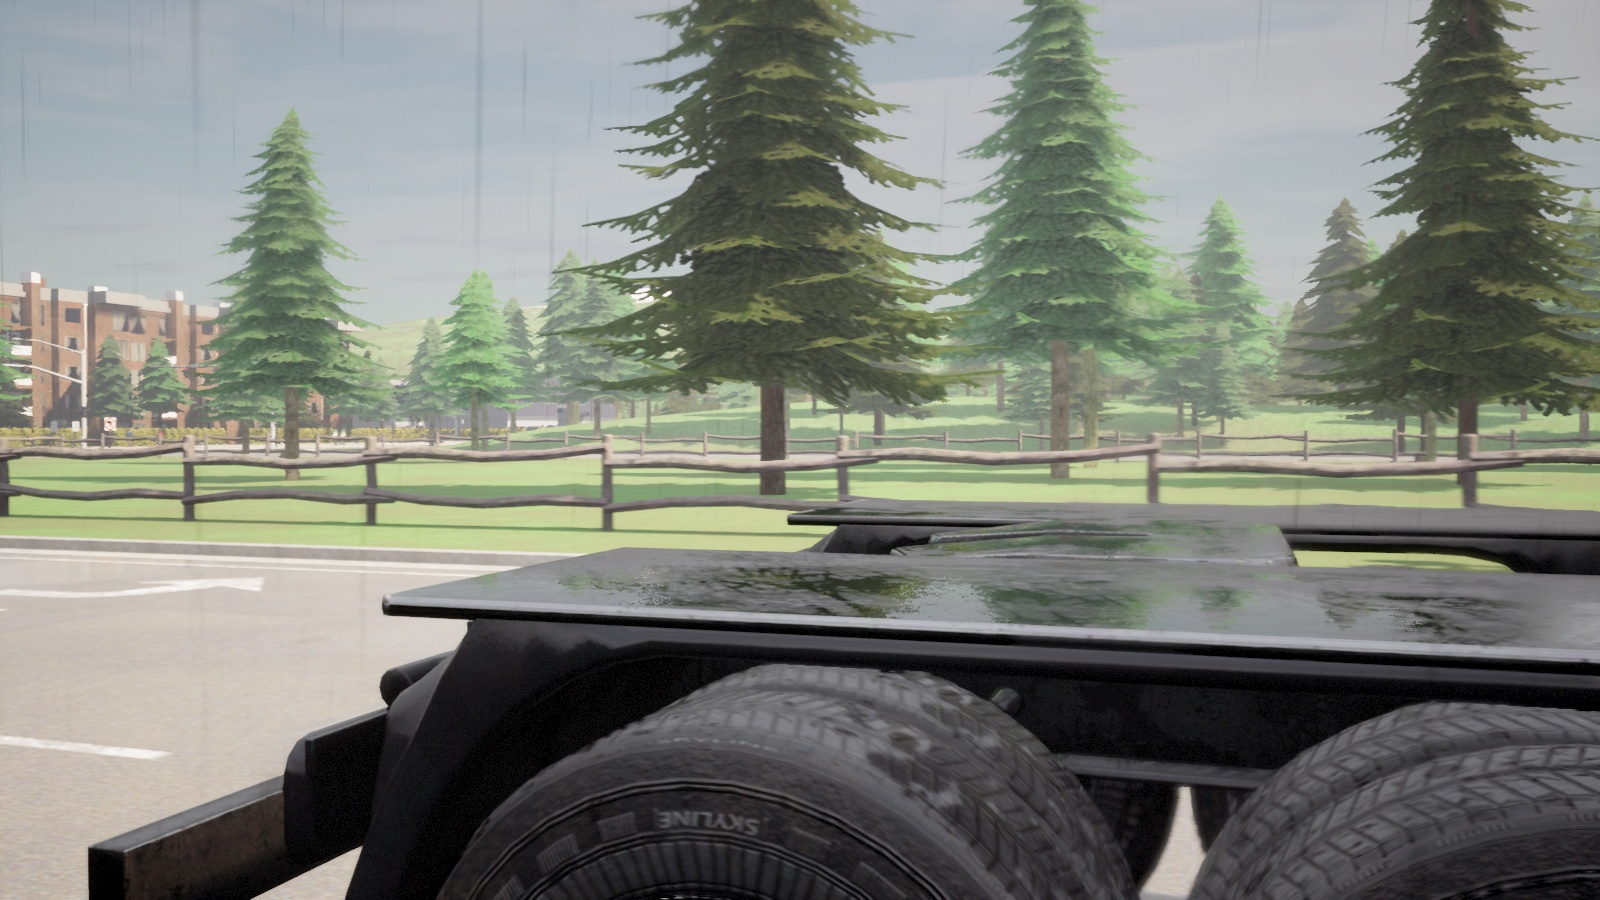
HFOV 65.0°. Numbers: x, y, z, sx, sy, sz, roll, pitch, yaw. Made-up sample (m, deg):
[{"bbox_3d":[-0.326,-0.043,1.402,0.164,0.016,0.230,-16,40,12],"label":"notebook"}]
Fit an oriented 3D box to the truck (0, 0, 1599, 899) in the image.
[{"bbox_3d":[2.852,-0.180,2.217,7.936,3.462,2.891,1,1,19],"label":"truck"}]
